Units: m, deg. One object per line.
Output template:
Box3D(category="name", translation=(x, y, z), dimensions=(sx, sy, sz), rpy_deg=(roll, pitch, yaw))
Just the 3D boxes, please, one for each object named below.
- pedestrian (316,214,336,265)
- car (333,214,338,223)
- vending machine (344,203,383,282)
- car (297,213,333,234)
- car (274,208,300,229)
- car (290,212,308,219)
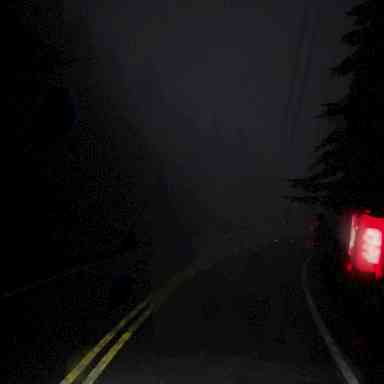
Box3D(category="pedestrian", translation=(4.522, 1.609, 11.267), dimensions=(0.375, 1.860, 0.375), rpy_deg=(-4, 0, 22))
Box3D(category="car", translation=(17.063, 3.479, 41.349), dimensions=(1.837, 1.490, 4.892), rpy_deg=(1, -4, 26))
Box3D(category="vending machine", translation=(5.320, 1.465, 10.026), dimensions=(1.100, 2.100, 0.880), rpy_deg=(6, 4, 20))
Box3D(category="car", translation=(10.240, 2.690, 27.459), dimensions=(1.837, 1.490, 4.892), rpy_deg=(1, -2, 27))
Box3D(category="car", translation=(10.233, 2.705, 35.038), dimensions=(2.150, 2.045, 5.566), rpy_deg=(1, -3, 26))
Box3D(category="car", translation=(22.750, 5.005, 71.005), dimensions=(2.128, 1.511, 4.902), rpy_deg=(0, -3, -3))
